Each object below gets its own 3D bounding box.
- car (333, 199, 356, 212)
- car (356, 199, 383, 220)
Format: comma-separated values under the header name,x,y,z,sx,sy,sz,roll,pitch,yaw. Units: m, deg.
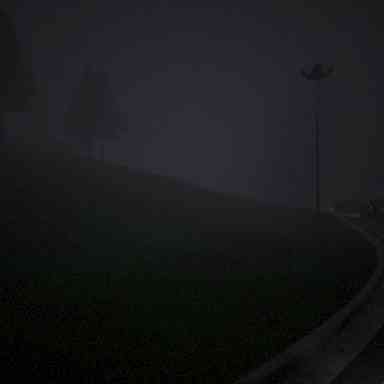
name,x,y,z,sx,sy,sz,roll,pitch,yaw
car,18.224,1.553,39.378,2.128,1.511,4.902,0,0,7
car,15.477,1.378,27.875,2.097,1.767,4.553,0,0,19
